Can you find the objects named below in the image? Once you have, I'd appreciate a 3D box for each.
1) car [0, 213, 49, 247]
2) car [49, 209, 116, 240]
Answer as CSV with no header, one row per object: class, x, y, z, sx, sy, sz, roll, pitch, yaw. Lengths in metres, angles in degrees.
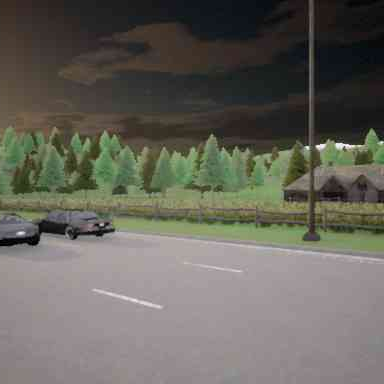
car,-8.269,1.570,14.066,4.181,1.385,1.994,0,0,36
car,-6.236,1.560,16.916,5.357,1.411,2.033,0,0,36
